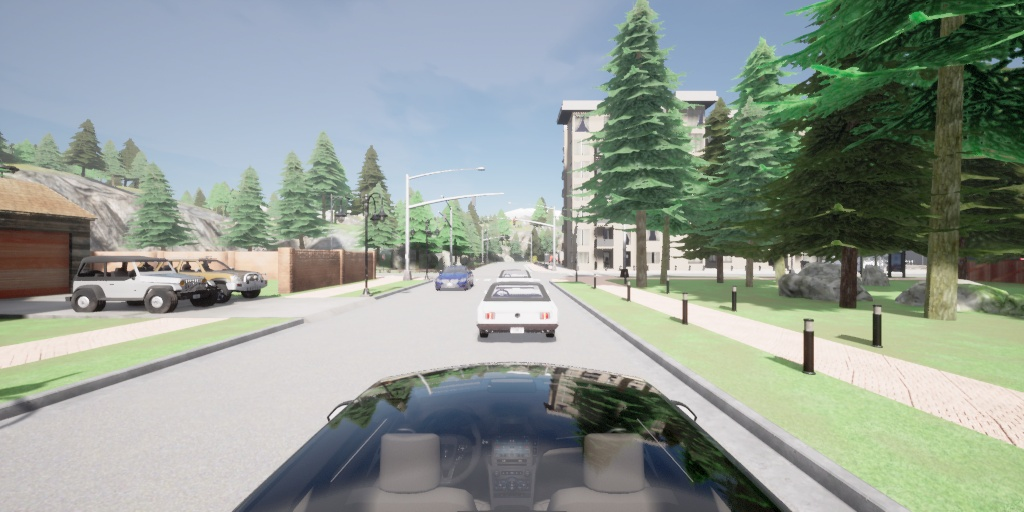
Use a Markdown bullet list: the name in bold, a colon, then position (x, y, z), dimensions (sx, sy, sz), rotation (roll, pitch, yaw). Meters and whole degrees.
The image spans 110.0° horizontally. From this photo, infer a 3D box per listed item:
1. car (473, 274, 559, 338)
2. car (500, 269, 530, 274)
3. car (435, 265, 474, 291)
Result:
- **car**: position (0.131, 1.351, 10.148), dimensions (1.895, 1.301, 4.718), rotation (0, 0, 0)
- **car**: position (0.160, 1.351, 19.316), dimensions (1.895, 1.301, 4.718), rotation (0, 0, 0)
- **car**: position (-3.430, 1.318, 22.120), dimensions (1.812, 1.442, 4.674), rotation (0, 0, 0)
